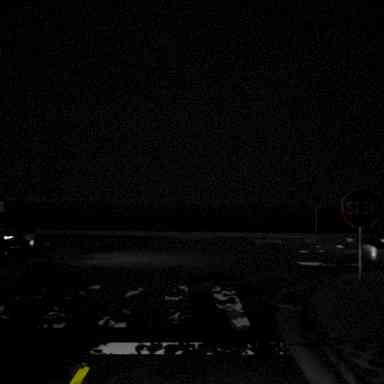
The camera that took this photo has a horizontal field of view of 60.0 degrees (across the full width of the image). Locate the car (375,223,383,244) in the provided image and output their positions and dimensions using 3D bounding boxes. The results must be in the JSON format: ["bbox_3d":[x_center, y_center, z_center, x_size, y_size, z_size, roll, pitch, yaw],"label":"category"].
[{"bbox_3d":[10.356,1.506,14.121,4.553,1.767,2.097,1,0,0],"label":"car"}]

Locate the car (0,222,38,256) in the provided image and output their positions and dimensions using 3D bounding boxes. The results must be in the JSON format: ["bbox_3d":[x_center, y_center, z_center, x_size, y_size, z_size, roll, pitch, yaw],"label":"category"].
[{"bbox_3d":[-7.776,1.398,11.074,4.902,1.511,2.128,1,0,0],"label":"car"}]

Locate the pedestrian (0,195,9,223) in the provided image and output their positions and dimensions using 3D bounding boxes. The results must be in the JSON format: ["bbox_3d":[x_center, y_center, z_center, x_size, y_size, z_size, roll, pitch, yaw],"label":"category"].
[{"bbox_3d":[-9.677,1.065,16.932,0.375,1.860,0.375,0,-1,0],"label":"pedestrian"}]
